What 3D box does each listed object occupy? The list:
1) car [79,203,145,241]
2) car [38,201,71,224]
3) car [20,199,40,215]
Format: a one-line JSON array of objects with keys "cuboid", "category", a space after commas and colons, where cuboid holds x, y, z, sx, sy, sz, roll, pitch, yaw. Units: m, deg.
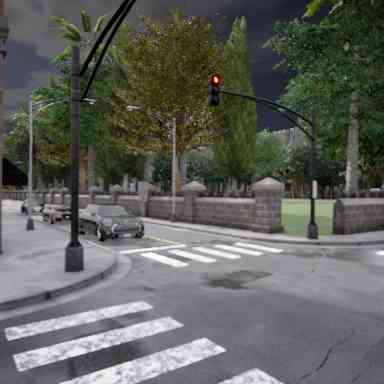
[{"cuboid": [-4.169, 1.372, 16.831, 2.097, 1.767, 4.553, 0, 0, -34], "category": "car"}, {"cuboid": [-9.849, 1.582, 24.898, 1.994, 1.385, 4.181, 0, 0, -35], "category": "car"}, {"cuboid": [-16.158, 1.507, 33.823, 2.128, 1.511, 4.902, 0, 0, -35], "category": "car"}]
